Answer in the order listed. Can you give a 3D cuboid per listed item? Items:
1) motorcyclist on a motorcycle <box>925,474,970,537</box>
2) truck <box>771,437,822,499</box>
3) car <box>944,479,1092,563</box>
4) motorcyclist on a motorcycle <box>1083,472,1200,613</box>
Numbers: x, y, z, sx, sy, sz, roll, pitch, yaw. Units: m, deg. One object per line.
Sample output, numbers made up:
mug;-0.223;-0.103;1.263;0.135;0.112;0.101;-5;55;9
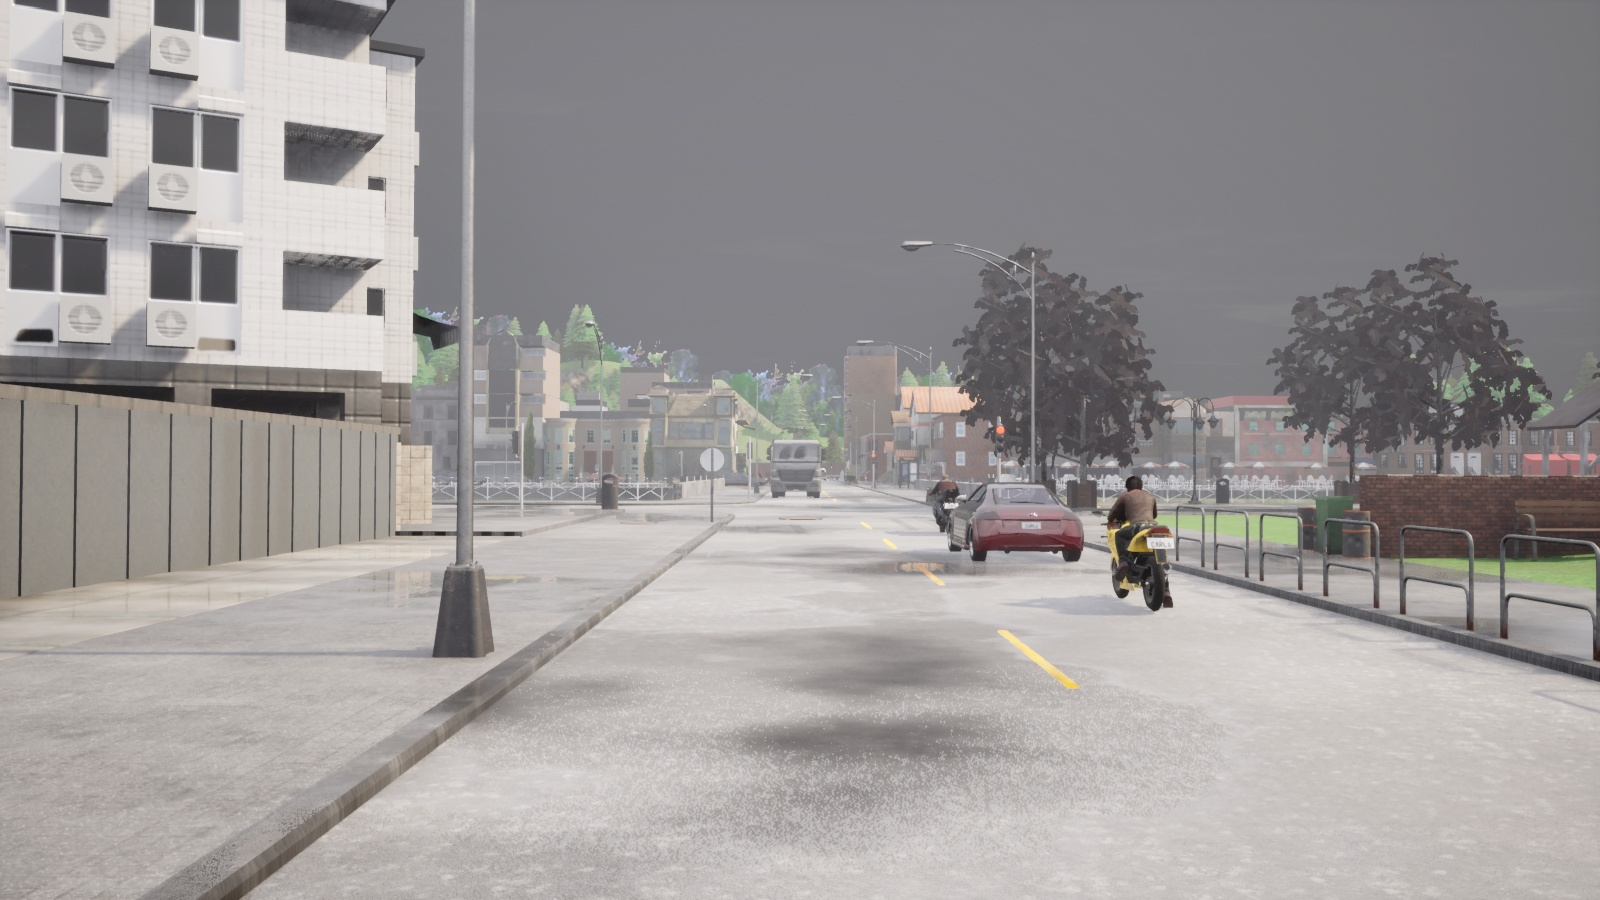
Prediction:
motorcyclist on a motorcycle;3.677;1.362;31.448;0.866;1.530;2.191;0;-1;0
truck;-0.218;1.085;74.708;2.891;3.462;7.936;0;-1;0
car;3.933;1.254;23.348;1.994;1.385;4.181;0;-1;0
motorcyclist on a motorcycle;3.957;1.028;14.727;0.797;1.523;2.044;0;-1;0
